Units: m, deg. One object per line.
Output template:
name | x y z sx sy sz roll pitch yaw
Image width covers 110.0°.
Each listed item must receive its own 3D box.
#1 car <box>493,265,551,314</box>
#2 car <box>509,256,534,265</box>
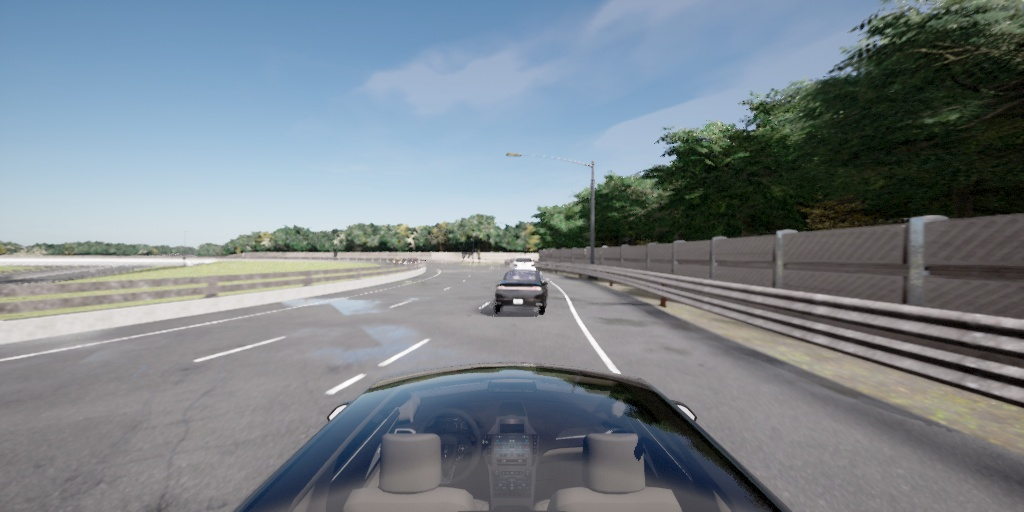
car | 0.453 1.278 14.078 2.128 1.511 4.902 1 0 6
car | 0.918 1.071 36.276 2.150 2.045 5.566 1 0 -5
